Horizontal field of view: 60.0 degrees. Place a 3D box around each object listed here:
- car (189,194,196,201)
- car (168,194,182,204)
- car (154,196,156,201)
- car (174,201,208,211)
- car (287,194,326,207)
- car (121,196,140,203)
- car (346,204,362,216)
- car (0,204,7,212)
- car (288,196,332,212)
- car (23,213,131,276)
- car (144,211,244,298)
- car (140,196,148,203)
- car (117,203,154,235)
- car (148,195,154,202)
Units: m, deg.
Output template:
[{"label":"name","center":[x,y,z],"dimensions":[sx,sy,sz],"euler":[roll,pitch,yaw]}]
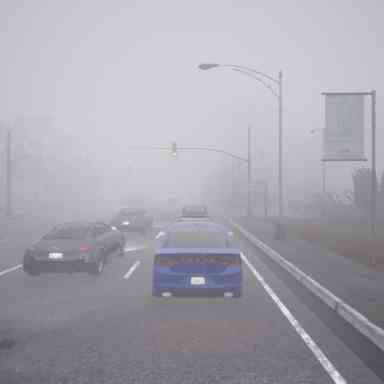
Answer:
[{"label":"car","center":[0.165,1.530,85.533],"dimensions":[2.033,1.411,5.357],"euler":[0,0,0]},{"label":"car","center":[-3.294,1.561,61.077],"dimensions":[1.994,1.385,4.181],"euler":[0,0,0]},{"label":"car","center":[-10.338,1.546,84.379],"dimensions":[1.994,1.385,4.181],"euler":[0,0,0]},{"label":"car","center":[0.134,1.491,18.248],"dimensions":[2.128,1.511,4.902],"euler":[0,0,0]},{"label":"car","center":[14.802,1.220,41.741],"dimensions":[5.566,2.045,2.150],"euler":[0,0,2]},{"label":"car","center":[-10.479,1.489,55.398],"dimensions":[2.128,1.511,4.902],"euler":[0,0,0]},{"label":"car","center":[16.336,1.599,30.912],"dimensions":[4.718,1.301,1.895],"euler":[0,0,3]},{"label":"car","center":[-22.897,1.524,36.711],"dimensions":[4.674,1.442,1.812],"euler":[0,0,3]},{"label":"car","center":[14.088,1.476,38.256],"dimensions":[5.008,1.535,1.882],"euler":[0,0,3]},{"label":"car","center":[-3.390,1.564,10.359],"dimensions":[1.994,1.385,4.181],"euler":[0,0,1]},{"label":"car","center":[0.116,1.477,8.588],"dimensions":[1.882,1.535,5.008],"euler":[0,0,0]},{"label":"car","center":[-10.401,1.561,64.749],"dimensions":[1.994,1.385,4.181],"euler":[0,0,2]},{"label":"car","center":[-3.363,1.563,18.992],"dimensions":[1.994,1.385,4.181],"euler":[0,0,0]},{"label":"car","center":[-10.357,1.521,74.353],"dimensions":[1.812,1.442,4.674],"euler":[0,0,0]}]
